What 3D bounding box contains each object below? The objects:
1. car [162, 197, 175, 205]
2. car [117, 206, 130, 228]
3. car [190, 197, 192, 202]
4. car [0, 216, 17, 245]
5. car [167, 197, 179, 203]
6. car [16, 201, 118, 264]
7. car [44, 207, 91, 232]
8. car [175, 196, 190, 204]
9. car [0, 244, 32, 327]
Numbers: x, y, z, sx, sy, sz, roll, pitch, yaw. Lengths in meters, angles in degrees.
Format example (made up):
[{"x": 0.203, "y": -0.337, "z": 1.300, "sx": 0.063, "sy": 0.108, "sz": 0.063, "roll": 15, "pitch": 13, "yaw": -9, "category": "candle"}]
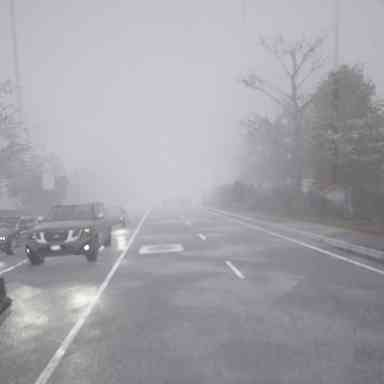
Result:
[{"x": -5.583, "y": 2.100, "z": 74.305, "sx": 2.033, "sy": 1.411, "sz": 5.357, "roll": -3, "pitch": 0, "yaw": 2, "category": "car"}, {"x": -5.695, "y": 1.797, "z": 24.572, "sx": 1.812, "sy": 1.442, "sz": 4.674, "roll": -3, "pitch": 0, "yaw": -5, "category": "car"}, {"x": -1.320, "y": 1.796, "z": 85.391, "sx": 2.097, "sy": 1.767, "sz": 4.553, "roll": -3, "pitch": 0, "yaw": 7, "category": "car"}, {"x": -8.237, "y": 1.856, "z": 14.919, "sx": 2.128, "sy": 1.511, "sz": 4.902, "roll": -3, "pitch": 0, "yaw": -6, "category": "car"}, {"x": -4.886, "y": 2.057, "z": 84.914, "sx": 2.128, "sy": 1.511, "sz": 4.902, "roll": -3, "pitch": 0, "yaw": 7, "category": "car"}, {"x": -4.576, "y": 1.422, "z": 13.264, "sx": 2.150, "sy": 2.045, "sz": 5.566, "roll": -3, "pitch": 0, "yaw": -5, "category": "car"}, {"x": -9.279, "y": 1.981, "z": 25.304, "sx": 2.033, "sy": 1.411, "sz": 5.357, "roll": -3, "pitch": 0, "yaw": -6, "category": "car"}, {"x": -2.062, "y": 2.012, "z": 75.241, "sx": 1.895, "sy": 1.301, "sz": 4.718, "roll": -3, "pitch": 0, "yaw": 2, "category": "car"}, {"x": -3.695, "y": 1.710, "z": 3.140, "sx": 2.033, "sy": 1.411, "sz": 5.357, "roll": -3, "pitch": 0, "yaw": -4, "category": "car"}]
